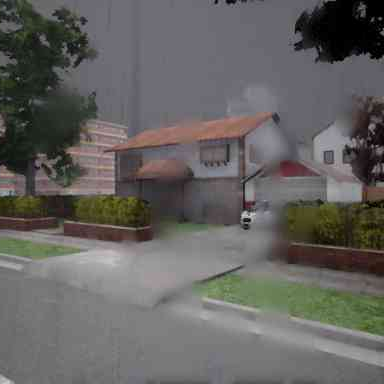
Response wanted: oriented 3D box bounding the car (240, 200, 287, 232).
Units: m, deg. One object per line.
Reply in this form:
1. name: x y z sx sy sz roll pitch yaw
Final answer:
1. car: 4.085 1.168 17.390 1.970 1.475 3.806 0 0 36
